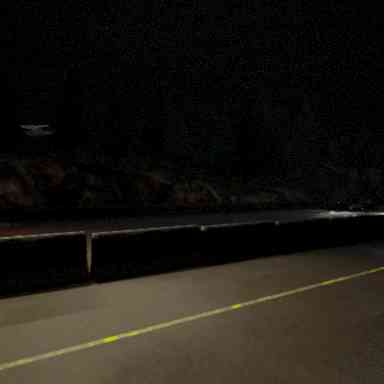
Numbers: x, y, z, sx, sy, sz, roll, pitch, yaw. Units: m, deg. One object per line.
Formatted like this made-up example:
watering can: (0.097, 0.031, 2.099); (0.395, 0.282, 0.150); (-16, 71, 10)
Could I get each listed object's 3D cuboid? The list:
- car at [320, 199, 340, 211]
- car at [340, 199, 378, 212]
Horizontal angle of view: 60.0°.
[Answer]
car: (18.501, 1.648, 42.982); (4.674, 1.442, 1.812); (0, 0, -35)
car: (20.524, 1.614, 40.127); (4.902, 1.511, 2.128); (0, 0, -35)
